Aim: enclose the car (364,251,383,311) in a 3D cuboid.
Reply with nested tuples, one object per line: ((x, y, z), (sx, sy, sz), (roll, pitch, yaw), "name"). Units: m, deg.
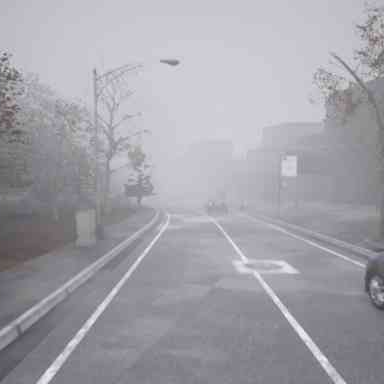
((4.555, 1.368, 4.953), (2.097, 1.767, 4.553), (0, 0, 0), "car")

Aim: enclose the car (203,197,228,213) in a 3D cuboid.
((2.520, 1.325, 36.847), (2.097, 1.767, 4.553), (-1, 0, -6), "car")
